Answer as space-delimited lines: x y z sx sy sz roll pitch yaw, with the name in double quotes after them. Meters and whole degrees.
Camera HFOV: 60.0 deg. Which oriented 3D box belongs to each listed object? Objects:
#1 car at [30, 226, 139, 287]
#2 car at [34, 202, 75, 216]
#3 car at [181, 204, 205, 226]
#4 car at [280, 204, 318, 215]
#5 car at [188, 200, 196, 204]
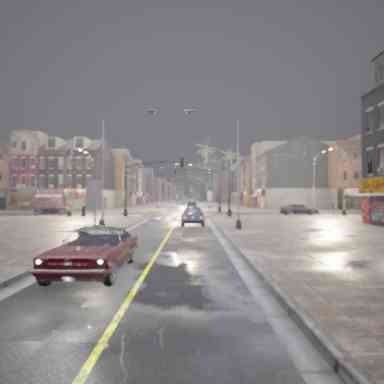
-2.853 1.736 9.881 1.895 1.301 4.718 0 -1 0 "car"
-16.895 1.969 41.038 4.553 1.767 2.097 0 -1 0 "car"
0.071 1.908 26.362 2.033 1.411 5.357 0 -1 0 "car"
12.335 2.044 38.485 4.313 1.339 1.947 0 -1 0 "car"
-0.033 2.544 74.957 1.882 1.535 5.008 0 -1 0 "car"
